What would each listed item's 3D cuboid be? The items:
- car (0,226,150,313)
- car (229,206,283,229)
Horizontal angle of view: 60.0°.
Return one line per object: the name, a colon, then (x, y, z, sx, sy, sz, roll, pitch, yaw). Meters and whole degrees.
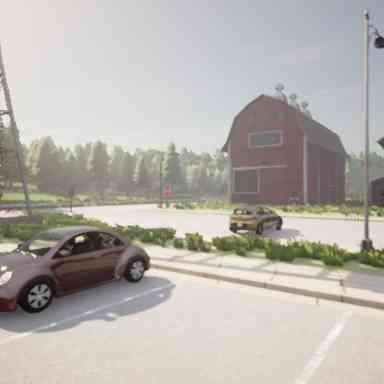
car: (-2.825, 1.513, 7.602, 1.784, 1.438, 3.905, 0, 0, 36)
car: (3.658, 1.497, 18.777, 1.816, 1.474, 4.193, 0, 0, 36)
